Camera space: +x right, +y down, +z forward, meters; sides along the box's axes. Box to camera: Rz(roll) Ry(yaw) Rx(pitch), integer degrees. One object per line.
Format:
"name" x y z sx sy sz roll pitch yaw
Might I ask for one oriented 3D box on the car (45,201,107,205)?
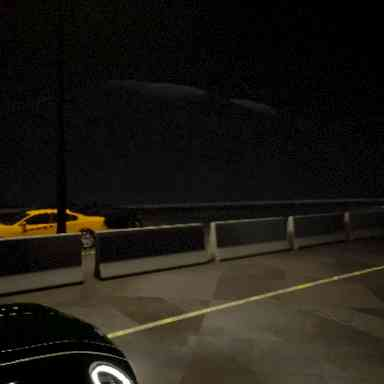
"car" -6.303 1.352 20.667 5.008 1.535 1.882 -1 1 -32

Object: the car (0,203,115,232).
"car" -5.771 1.413 12.623 5.008 1.535 1.882 -1 0 -34

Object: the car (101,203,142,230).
"car" -4.763 1.454 17.496 4.181 1.385 1.994 -1 1 -33

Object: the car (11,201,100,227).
"car" -9.316 1.422 22.923 5.357 1.411 2.033 -1 1 -33

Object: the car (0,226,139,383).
"car" -2.518 1.352 1.859 4.553 1.767 2.097 -1 1 -36
